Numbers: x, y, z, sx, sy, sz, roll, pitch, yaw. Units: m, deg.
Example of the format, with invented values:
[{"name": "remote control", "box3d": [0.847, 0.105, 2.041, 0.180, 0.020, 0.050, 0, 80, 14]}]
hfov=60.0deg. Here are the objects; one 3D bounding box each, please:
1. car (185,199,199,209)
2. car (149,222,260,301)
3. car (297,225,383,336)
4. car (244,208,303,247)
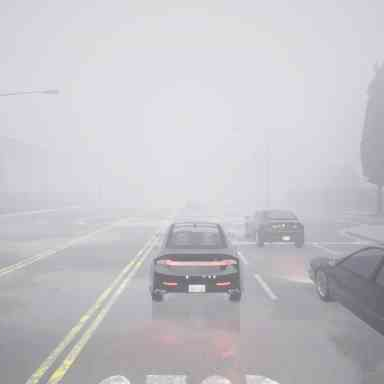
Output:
[{"name": "car", "box3d": [0.005, 1.601, 44.120, 1.895, 1.301, 4.718, 0, 0, 0]}, {"name": "car", "box3d": [0.082, 1.492, 8.302, 2.128, 1.511, 4.902, 0, 0, 0]}, {"name": "car", "box3d": [3.589, 1.547, 5.256, 2.033, 1.411, 5.357, 0, 0, 0]}, {"name": "car", "box3d": [3.566, 1.505, 15.002, 1.837, 1.490, 4.892, 0, 0, 0]}]
